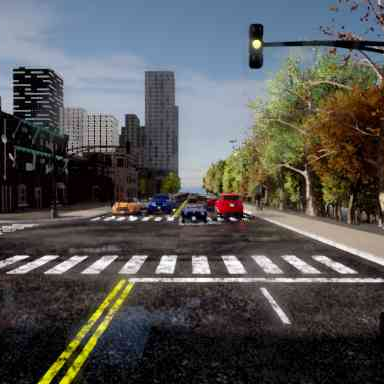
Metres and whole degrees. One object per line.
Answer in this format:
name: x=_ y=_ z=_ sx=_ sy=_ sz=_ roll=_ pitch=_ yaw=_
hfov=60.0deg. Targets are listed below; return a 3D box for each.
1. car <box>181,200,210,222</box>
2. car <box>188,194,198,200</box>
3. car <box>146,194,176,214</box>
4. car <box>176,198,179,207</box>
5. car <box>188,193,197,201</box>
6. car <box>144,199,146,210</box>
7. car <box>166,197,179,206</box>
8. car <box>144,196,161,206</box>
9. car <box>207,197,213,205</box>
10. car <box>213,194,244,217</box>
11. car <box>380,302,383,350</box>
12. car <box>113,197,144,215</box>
car: x=0.158 y=1.593 z=26.358 sx=1.895 sy=1.301 sz=4.718 roll=0 pitch=0 yaw=0
car: x=0.138 y=1.522 z=65.057 sx=2.033 sy=1.411 sz=5.357 roll=0 pitch=0 yaw=0
car: x=-3.261 y=1.210 z=35.885 sx=2.150 sy=2.045 sz=5.566 roll=0 pitch=0 yaw=0
car: x=-3.232 y=1.336 z=45.577 sx=2.097 sy=1.767 sz=4.553 roll=0 pitch=0 yaw=0
car: x=0.161 y=1.156 z=75.445 sx=2.097 sy=1.767 sz=4.553 roll=0 pitch=0 yaw=0
car: x=-6.492 y=1.586 z=42.748 sx=1.895 sy=1.301 sz=4.718 roll=0 pitch=0 yaw=0
car: x=-3.216 y=1.580 z=54.917 sx=1.895 sy=1.301 sz=4.718 roll=0 pitch=0 yaw=0
car: x=-6.461 y=1.469 z=54.947 sx=2.128 sy=1.511 sz=4.902 roll=0 pitch=0 yaw=0
car: x=3.470 y=1.543 z=55.182 sx=1.994 sy=1.385 sz=4.181 roll=0 pitch=0 yaw=0
car: x=3.418 y=1.212 z=30.937 sx=2.150 sy=2.045 sz=5.566 roll=0 pitch=0 yaw=0
car: x=3.357 y=1.491 z=2.396 sx=2.128 sy=1.511 sz=4.902 roll=0 pitch=0 yaw=0
car: x=-6.550 y=1.341 z=33.736 sx=2.097 sy=1.767 sz=4.553 roll=0 pitch=0 yaw=1
